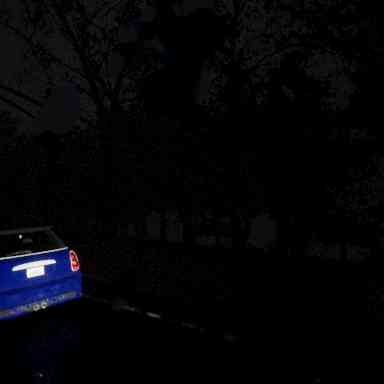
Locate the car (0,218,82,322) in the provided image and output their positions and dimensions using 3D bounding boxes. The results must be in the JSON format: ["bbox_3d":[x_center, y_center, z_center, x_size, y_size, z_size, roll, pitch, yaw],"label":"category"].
[{"bbox_3d":[-4.340,1.351,6.776,4.553,1.767,2.097,0,0,35],"label":"car"}]

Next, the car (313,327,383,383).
[{"bbox_3d":[2.988,1.601,1.557,4.718,1.301,1.895,0,0,36],"label":"car"}]
